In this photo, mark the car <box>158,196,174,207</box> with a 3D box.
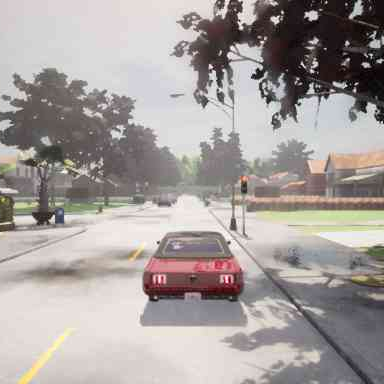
[{"bbox_3d":[-4.154,1.601,50.852,1.895,1.301,4.718,0,0,0],"label":"car"}]

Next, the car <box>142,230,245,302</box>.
[{"bbox_3d":[0.042,1.601,8.226,1.895,1.301,4.718,0,0,1],"label":"car"}]

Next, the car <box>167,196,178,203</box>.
[{"bbox_3d":[-4.080,1.540,71.205,2.033,1.411,5.357,0,0,0],"label":"car"}]

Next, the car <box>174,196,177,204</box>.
[{"bbox_3d":[-4.135,1.564,60.844,1.994,1.385,4.181,0,0,0],"label":"car"}]
